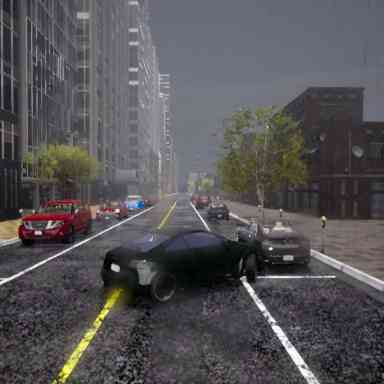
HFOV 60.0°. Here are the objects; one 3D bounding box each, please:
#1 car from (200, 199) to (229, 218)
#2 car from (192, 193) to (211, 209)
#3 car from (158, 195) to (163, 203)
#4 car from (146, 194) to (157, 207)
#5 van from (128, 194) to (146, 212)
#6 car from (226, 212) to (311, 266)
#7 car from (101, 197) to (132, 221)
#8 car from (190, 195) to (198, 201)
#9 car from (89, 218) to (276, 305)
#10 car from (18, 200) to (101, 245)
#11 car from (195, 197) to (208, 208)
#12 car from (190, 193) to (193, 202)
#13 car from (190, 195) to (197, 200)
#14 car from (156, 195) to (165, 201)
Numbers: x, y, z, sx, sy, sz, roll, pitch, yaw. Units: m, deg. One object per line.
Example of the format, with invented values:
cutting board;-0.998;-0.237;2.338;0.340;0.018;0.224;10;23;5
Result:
car;2.009;1.539;27.034;2.008;1.369;4.403;-1;0;-2
car;1.534;1.294;44.367;2.192;1.841;5.009;-1;0;-2
car;-7.427;1.512;66.286;1.887;1.381;4.507;-1;0;-2
car;-6.990;1.291;49.687;2.192;1.841;5.009;-1;0;-2
van;-6.697;1.323;38.622;1.690;1.788;3.998;-1;0;-2
car;2.547;1.546;11.175;2.008;1.369;4.403;-1;0;-2
car;-6.394;1.428;26.829;1.967;1.590;4.097;-1;0;-2
car;0.512;1.525;83.095;1.947;1.339;4.313;-1;0;-2
car;-0.074;1.555;8.232;4.181;1.385;1.994;0;0;-41
car;-6.193;1.308;15.761;2.192;1.841;5.009;-1;0;-2
car;1.386;1.502;50.070;1.752;1.417;4.829;-1;0;-2
car;0.801;1.280;72.030;2.192;1.841;5.009;-1;0;-2
car;0.365;1.538;88.628;1.802;1.307;4.206;-1;0;-2
car;-7.862;1.484;82.715;1.752;1.417;4.829;-1;0;-2
